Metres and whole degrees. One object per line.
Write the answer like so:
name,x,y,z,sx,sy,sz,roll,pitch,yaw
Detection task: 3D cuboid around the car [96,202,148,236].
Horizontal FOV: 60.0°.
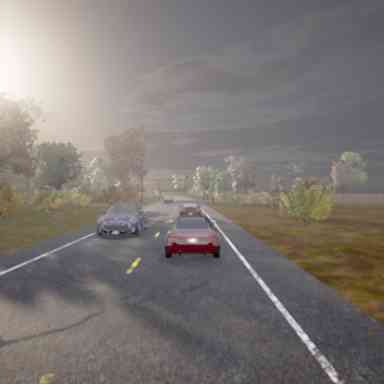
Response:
car,-3.700,1.369,18.270,2.097,1.767,4.553,0,0,-1

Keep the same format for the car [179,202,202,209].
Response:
car,-0.144,1.552,28.667,1.812,1.442,4.674,0,0,0

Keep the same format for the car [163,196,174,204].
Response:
car,-4.528,1.552,64.382,1.882,1.535,5.008,0,0,-1

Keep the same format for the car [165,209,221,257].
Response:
car,0.017,1.576,13.018,1.994,1.385,4.181,0,0,0
